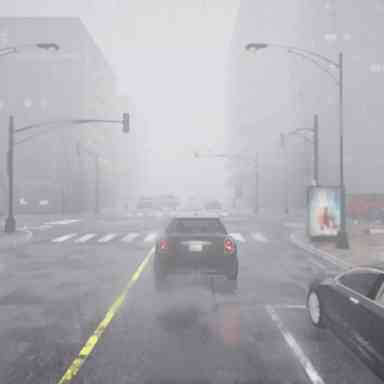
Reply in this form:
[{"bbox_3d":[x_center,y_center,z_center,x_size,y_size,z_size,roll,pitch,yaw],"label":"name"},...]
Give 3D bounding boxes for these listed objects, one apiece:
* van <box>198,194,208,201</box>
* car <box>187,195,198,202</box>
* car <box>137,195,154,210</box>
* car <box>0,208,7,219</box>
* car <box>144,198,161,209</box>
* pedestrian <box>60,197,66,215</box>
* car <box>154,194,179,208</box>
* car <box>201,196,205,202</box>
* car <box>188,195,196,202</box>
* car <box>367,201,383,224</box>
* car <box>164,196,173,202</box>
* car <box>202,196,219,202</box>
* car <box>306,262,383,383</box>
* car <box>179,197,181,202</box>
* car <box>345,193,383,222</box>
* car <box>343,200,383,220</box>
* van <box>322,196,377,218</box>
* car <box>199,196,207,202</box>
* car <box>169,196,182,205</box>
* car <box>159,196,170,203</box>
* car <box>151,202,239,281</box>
[{"bbox_3d":[2.677,1.399,70.216,1.690,1.788,3.998,1,0,0],"label":"van"},{"bbox_3d":[-0.028,1.537,71.464,1.882,1.535,5.008,0,0,0],"label":"car"},{"bbox_3d":[-5.692,1.348,42.397,2.192,1.841,5.009,1,0,0],"label":"car"},{"bbox_3d":[-18.638,1.802,29.402,4.206,1.307,1.802,0,0,0],"label":"car"},{"bbox_3d":[-5.697,1.583,47.968,1.887,1.381,4.507,1,0,0],"label":"car"},{"bbox_3d":[-12.541,1.358,32.319,0.375,1.860,0.375,0,0,0],"label":"pedestrian"},{"bbox_3d":[-3.137,1.255,42.049,2.150,2.045,5.566,0,0,0],"label":"car"},{"bbox_3d":[2.682,1.620,47.931,1.802,1.307,4.206,1,0,0],"label":"car"},{"bbox_3d":[-0.031,1.568,81.536,1.837,1.490,4.892,0,0,0],"label":"car"},{"bbox_3d":[13.695,1.419,20.802,4.206,1.307,1.802,0,0,0],"label":"car"},{"bbox_3d":[-5.711,1.633,81.394,1.947,1.339,4.313,1,0,0],"label":"car"},{"bbox_3d":[2.685,1.600,42.360,1.947,1.339,4.313,1,0,0],"label":"car"},{"bbox_3d":[2.829,1.554,4.167,2.008,1.369,4.403,1,0,0],"label":"car"},{"bbox_3d":[-3.088,1.393,51.618,2.097,1.767,4.553,0,0,0],"label":"car"},{"bbox_3d":[13.725,1.101,23.562,5.566,2.045,2.150,-1,-1,2],"label":"car"},{"bbox_3d":[14.978,1.394,26.582,5.008,1.535,1.882,0,-1,2],"label":"car"},{"bbox_3d":[13.753,1.306,29.184,3.998,1.788,1.690,0,0,0],"label":"van"},{"bbox_3d":[2.670,1.612,81.357,1.887,1.381,4.507,1,0,0],"label":"car"},{"bbox_3d":[-3.024,1.542,61.688,2.128,1.511,4.902,0,0,0],"label":"car"},{"bbox_3d":[-5.706,1.623,70.252,1.947,1.339,4.313,1,0,0],"label":"car"},{"bbox_3d":[0.140,1.360,10.072,2.097,1.767,4.553,0,0,1],"label":"car"}]
